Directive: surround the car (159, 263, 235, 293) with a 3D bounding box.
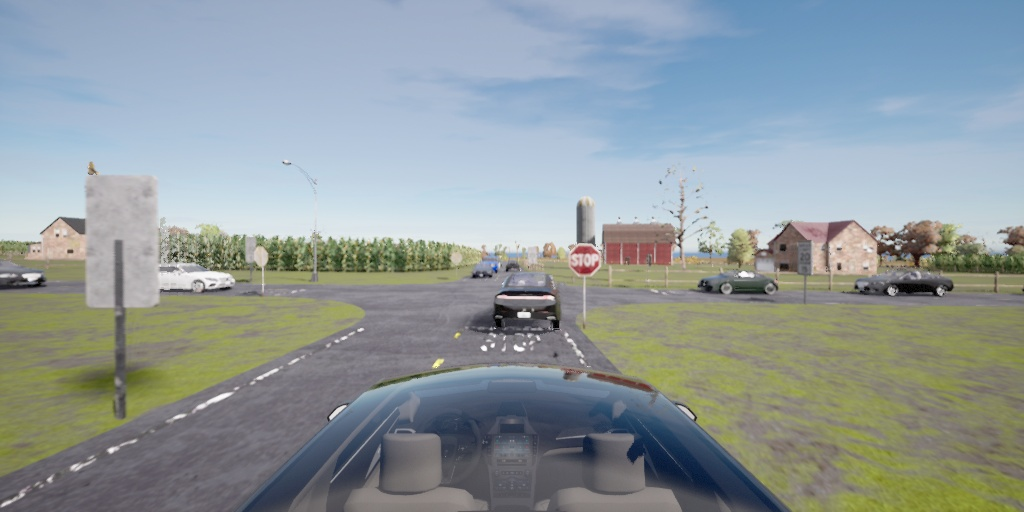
[{"bbox_3d":[-17.141,1.105,18.683,4.674,1.442,1.812,1,0,0],"label":"car"}]

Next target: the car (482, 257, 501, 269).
[{"bbox_3d":[-2.849,1.099,45.371,2.150,2.045,5.566,0,0,0],"label":"car"}]

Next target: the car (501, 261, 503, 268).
[{"bbox_3d":[-2.838,1.441,55.534,1.812,1.442,4.674,0,0,0],"label":"car"}]

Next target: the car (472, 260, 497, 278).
[{"bbox_3d":[-2.829,1.391,35.189,2.033,1.411,5.357,0,0,-1],"label":"car"}]

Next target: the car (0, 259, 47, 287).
[{"bbox_3d":[-27.384,0.919,18.649,4.902,1.511,2.128,1,0,0],"label":"car"}]

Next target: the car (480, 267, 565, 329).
[{"bbox_3d":[0.630,1.266,11.389,2.128,1.511,4.902,0,0,8],"label":"car"}]

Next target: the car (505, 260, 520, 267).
[{"bbox_3d":[0.091,1.402,50.675,1.837,1.490,4.892,0,0,0],"label":"car"}]

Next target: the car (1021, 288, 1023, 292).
[{"bbox_3d":[34.787,1.831,21.810,5.357,1.411,2.033,1,0,0],"label":"car"}]

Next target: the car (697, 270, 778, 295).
[{"bbox_3d":[13.627,1.561,21.753,4.181,1.385,1.994,1,0,-1],"label":"car"}]

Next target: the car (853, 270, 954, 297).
[{"bbox_3d":[23.670,1.625,21.782,4.902,1.511,2.128,1,0,0],"label":"car"}]
